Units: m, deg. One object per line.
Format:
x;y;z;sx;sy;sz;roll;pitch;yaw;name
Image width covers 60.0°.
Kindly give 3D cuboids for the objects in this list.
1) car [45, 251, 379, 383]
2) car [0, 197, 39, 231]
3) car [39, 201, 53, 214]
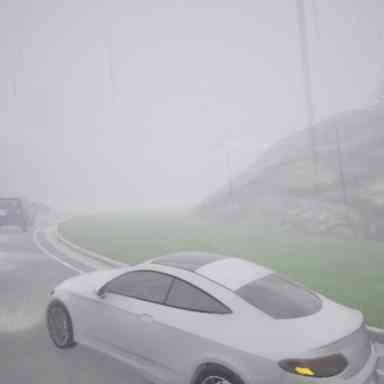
-0.155;1.560;4.499;4.674;1.442;1.812;0;0;39;car
-11.319;1.306;20.958;2.150;2.045;5.566;0;0;-19;car
-16.858;1.683;35.820;1.812;1.442;4.674;0;0;1;car
